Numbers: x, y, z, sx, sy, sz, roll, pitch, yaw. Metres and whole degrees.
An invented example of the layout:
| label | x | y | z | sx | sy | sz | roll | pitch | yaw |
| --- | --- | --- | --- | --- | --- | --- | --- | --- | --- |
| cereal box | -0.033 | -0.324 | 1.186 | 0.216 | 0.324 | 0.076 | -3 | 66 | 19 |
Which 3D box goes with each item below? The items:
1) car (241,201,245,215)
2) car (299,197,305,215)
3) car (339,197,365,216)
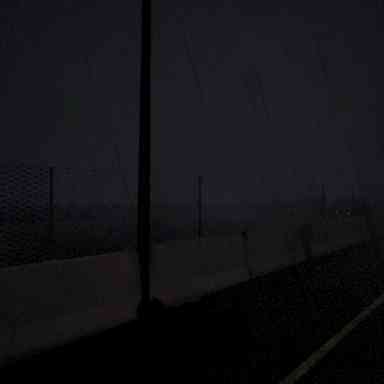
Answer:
| label | x | y | z | sx | sy | sz | roll | pitch | yaw |
| --- | --- | --- | --- | --- | --- | --- | --- | --- | --- |
| car | 6.190 | 1.743 | 37.786 | 2.128 | 1.511 | 4.902 | 0 | -1 | 43 |
| car | 11.777 | 1.481 | 33.517 | 2.150 | 2.045 | 5.566 | 0 | -1 | 43 |
| car | 14.801 | 1.491 | 31.630 | 2.150 | 2.045 | 5.566 | 0 | -1 | 43 |
